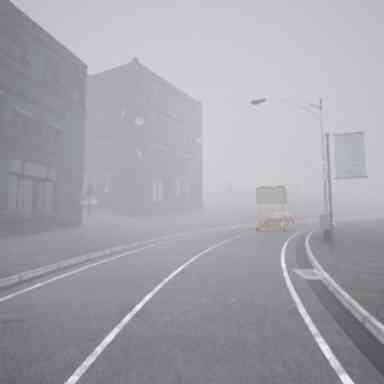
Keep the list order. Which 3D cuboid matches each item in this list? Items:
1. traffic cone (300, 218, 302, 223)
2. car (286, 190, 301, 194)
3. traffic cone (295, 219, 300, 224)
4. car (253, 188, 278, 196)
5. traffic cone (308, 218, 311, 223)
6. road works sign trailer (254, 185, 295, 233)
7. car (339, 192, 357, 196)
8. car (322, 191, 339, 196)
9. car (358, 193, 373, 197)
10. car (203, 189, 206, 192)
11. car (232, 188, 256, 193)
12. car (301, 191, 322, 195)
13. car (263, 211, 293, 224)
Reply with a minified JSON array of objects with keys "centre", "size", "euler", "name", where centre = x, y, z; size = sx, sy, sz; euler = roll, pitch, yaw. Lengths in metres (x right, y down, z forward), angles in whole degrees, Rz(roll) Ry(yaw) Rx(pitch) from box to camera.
[{"centre":[12.327,3.249,37.803],"size":[0.340,0.580,0.340],"euler":[-5,-5,33],"name":"traffic cone"},{"centre":[21.680,0.289,75.973],"size":[4.674,1.452,2.002],"euler":[2,-7,-18],"name":"car"},{"centre":[11.242,3.181,36.125],"size":[0.340,0.580,0.340],"euler":[-5,-5,33],"name":"traffic cone"},{"centre":[16.405,0.091,74.263],"size":[4.892,1.521,2.231],"euler":[1,-7,-17],"name":"car"},{"centre":[13.164,3.178,37.264],"size":[0.340,0.580,0.340],"euler":[-5,-4,33],"name":"traffic cone"},{"centre":[6.364,1.302,26.344],"size":[2.380,3.560,2.880],"euler":[-3,-3,28],"name":"road works sign trailer"},{"centre":[37.406,0.853,81.850],"size":[4.792,1.488,2.163],"euler":[2,-7,-22],"name":"car"},{"centre":[32.089,0.489,79.743],"size":[4.553,1.767,2.185],"euler":[2,-7,-20],"name":"car"},{"centre":[42.488,1.076,83.992],"size":[4.674,1.452,2.002],"euler":[2,-7,-23],"name":"car"},{"centre":[0.657,-0.393,69.493],"size":[4.553,1.767,2.185],"euler":[1,-6,-17],"name":"car"},{"centre":[11.126,-0.038,72.655],"size":[4.892,1.521,2.231],"euler":[1,-6,-17],"name":"car"},{"centre":[26.916,0.426,77.802],"size":[5.008,1.535,2.097],"euler":[2,-7,-19],"name":"car"},{"centre":[9.530,2.843,36.523],"size":[1.812,1.442,4.674],"euler":[-5,-5,39],"name":"car"}]
